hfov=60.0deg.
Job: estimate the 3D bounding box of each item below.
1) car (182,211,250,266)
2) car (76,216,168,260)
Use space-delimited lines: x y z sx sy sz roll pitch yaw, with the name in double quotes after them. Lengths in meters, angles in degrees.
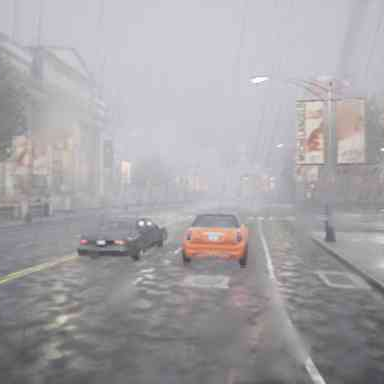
1.051 1.472 12.387 2.097 1.767 4.553 0 -1 10 "car"
-2.410 1.656 12.927 2.033 1.411 5.357 0 -1 10 "car"
